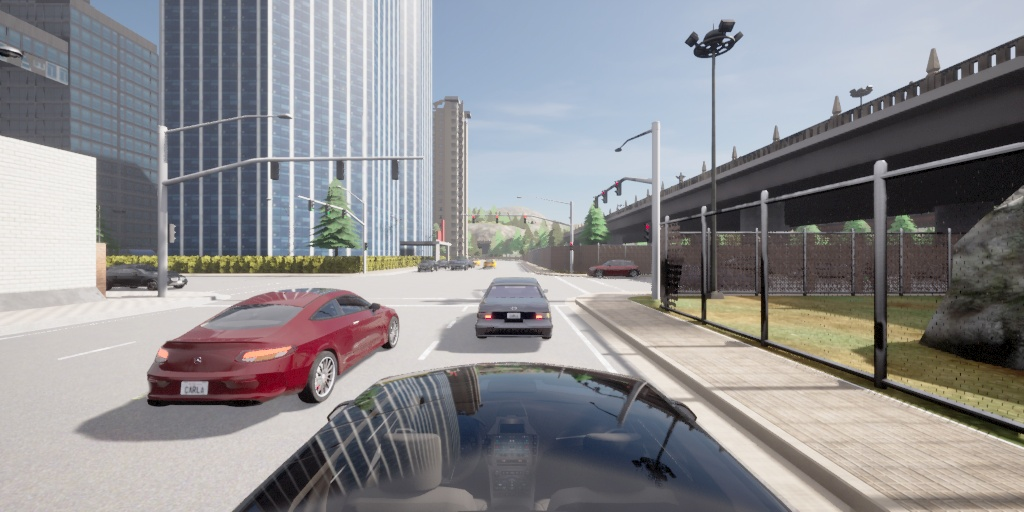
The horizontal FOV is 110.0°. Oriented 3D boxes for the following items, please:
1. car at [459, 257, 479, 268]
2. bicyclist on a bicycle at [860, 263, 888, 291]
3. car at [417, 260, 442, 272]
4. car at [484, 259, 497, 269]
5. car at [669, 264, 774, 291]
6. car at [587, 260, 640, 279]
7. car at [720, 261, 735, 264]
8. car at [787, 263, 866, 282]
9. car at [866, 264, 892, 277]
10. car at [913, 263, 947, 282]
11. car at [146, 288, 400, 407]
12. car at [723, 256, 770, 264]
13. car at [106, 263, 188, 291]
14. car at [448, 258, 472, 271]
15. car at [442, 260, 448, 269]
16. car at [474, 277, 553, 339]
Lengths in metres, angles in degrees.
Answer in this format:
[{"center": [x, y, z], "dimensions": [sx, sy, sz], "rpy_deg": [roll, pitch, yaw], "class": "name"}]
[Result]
[{"center": [-7.186, 1.297, 58.783], "dimensions": [2.033, 1.411, 5.357], "rpy_deg": [0, 0, 0], "class": "car"}, {"center": [18.266, 1.106, 18.208], "dimensions": [0.582, 1.620, 1.656], "rpy_deg": [0, 0, 0], "class": "bicyclist on a bicycle"}, {"center": [-10.680, 1.255, 45.772], "dimensions": [1.837, 1.490, 4.892], "rpy_deg": [0, 0, 0], "class": "car"}, {"center": [-3.509, 1.227, 57.847], "dimensions": [1.882, 1.535, 5.008], "rpy_deg": [0, 0, 0], "class": "car"}, {"center": [12.865, 1.353, 21.970], "dimensions": [5.357, 1.411, 2.033], "rpy_deg": [0, 0, 0], "class": "car"}, {"center": [9.258, 1.157, 32.894], "dimensions": [4.553, 1.767, 2.097], "rpy_deg": [0, 0, 4], "class": "car"}, {"center": [14.736, 1.353, 29.176], "dimensions": [5.357, 1.411, 2.033], "rpy_deg": [0, 0, 0], "class": "car"}, {"center": [25.165, 1.298, 29.217], "dimensions": [4.902, 1.511, 2.128], "rpy_deg": [0, 0, 0], "class": "car"}, {"center": [31.382, 1.353, 32.741], "dimensions": [5.357, 1.411, 2.033], "rpy_deg": [0, 0, 0], "class": "car"}, {"center": [35.737, 1.310, 29.244], "dimensions": [4.892, 1.490, 1.837], "rpy_deg": [0, 0, 0], "class": "car"}, {"center": [-3.450, 1.276, 6.211], "dimensions": [1.812, 1.442, 4.674], "rpy_deg": [0, 0, 0], "class": "car"}, {"center": [20.549, 1.029, 32.700], "dimensions": [5.566, 2.045, 2.150], "rpy_deg": [0, 0, 0], "class": "car"}, {"center": [-22.584, 1.331, 21.840], "dimensions": [4.674, 1.442, 1.812], "rpy_deg": [0, 0, 0], "class": "car"}, {"center": [-7.180, 1.314, 49.545], "dimensions": [1.994, 1.385, 4.181], "rpy_deg": [0, 0, 0], "class": "car"}, {"center": [-10.693, 1.276, 55.011], "dimensions": [1.812, 1.442, 4.674], "rpy_deg": [0, 0, 0], "class": "car"}, {"center": [0.079, 1.297, 10.031], "dimensions": [2.033, 1.411, 5.357], "rpy_deg": [0, 0, 1], "class": "car"}]
